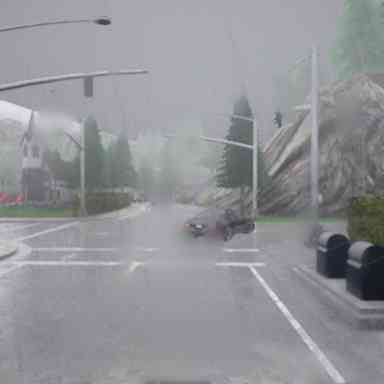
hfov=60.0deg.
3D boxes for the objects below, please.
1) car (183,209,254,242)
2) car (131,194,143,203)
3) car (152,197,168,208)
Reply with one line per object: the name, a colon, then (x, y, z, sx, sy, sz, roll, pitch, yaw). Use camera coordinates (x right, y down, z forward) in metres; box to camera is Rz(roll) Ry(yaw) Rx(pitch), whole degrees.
car: (1.490, 1.533, 16.568, 2.033, 1.411, 5.357, 0, 0, 28)
car: (-11.478, 1.294, 66.860, 2.097, 1.767, 4.553, 0, 0, -32)
car: (-4.556, 1.464, 46.781, 1.837, 1.490, 4.892, 0, 0, -10)
